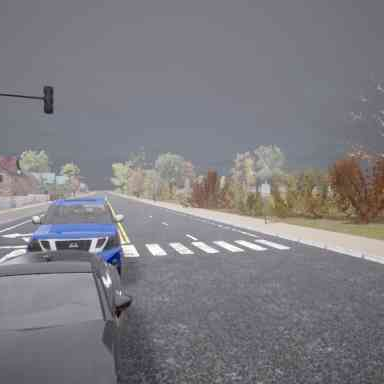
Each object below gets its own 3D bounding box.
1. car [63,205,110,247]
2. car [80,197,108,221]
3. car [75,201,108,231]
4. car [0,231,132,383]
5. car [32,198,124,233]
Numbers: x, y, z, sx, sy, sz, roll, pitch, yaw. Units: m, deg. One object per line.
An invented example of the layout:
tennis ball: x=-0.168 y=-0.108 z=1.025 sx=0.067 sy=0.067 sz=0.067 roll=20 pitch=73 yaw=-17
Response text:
car: x=-4.985 y=1.498 z=16.115 sx=1.837 sy=1.490 sz=4.892 roll=0 pitch=0 yaw=-15
car: x=-8.069 y=1.337 z=27.605 sx=2.097 sy=1.767 sz=4.553 roll=0 pitch=0 yaw=-15
car: x=-6.531 y=1.468 z=21.866 sx=1.882 sy=1.535 sz=5.008 roll=0 pitch=0 yaw=-15
car: x=-1.734 y=1.524 z=3.941 sx=1.812 sy=1.442 sz=4.674 roll=0 pitch=0 yaw=-13
car: x=-3.350 y=1.218 z=10.036 sx=2.150 sy=2.045 sz=5.566 roll=0 pitch=0 yaw=-15
